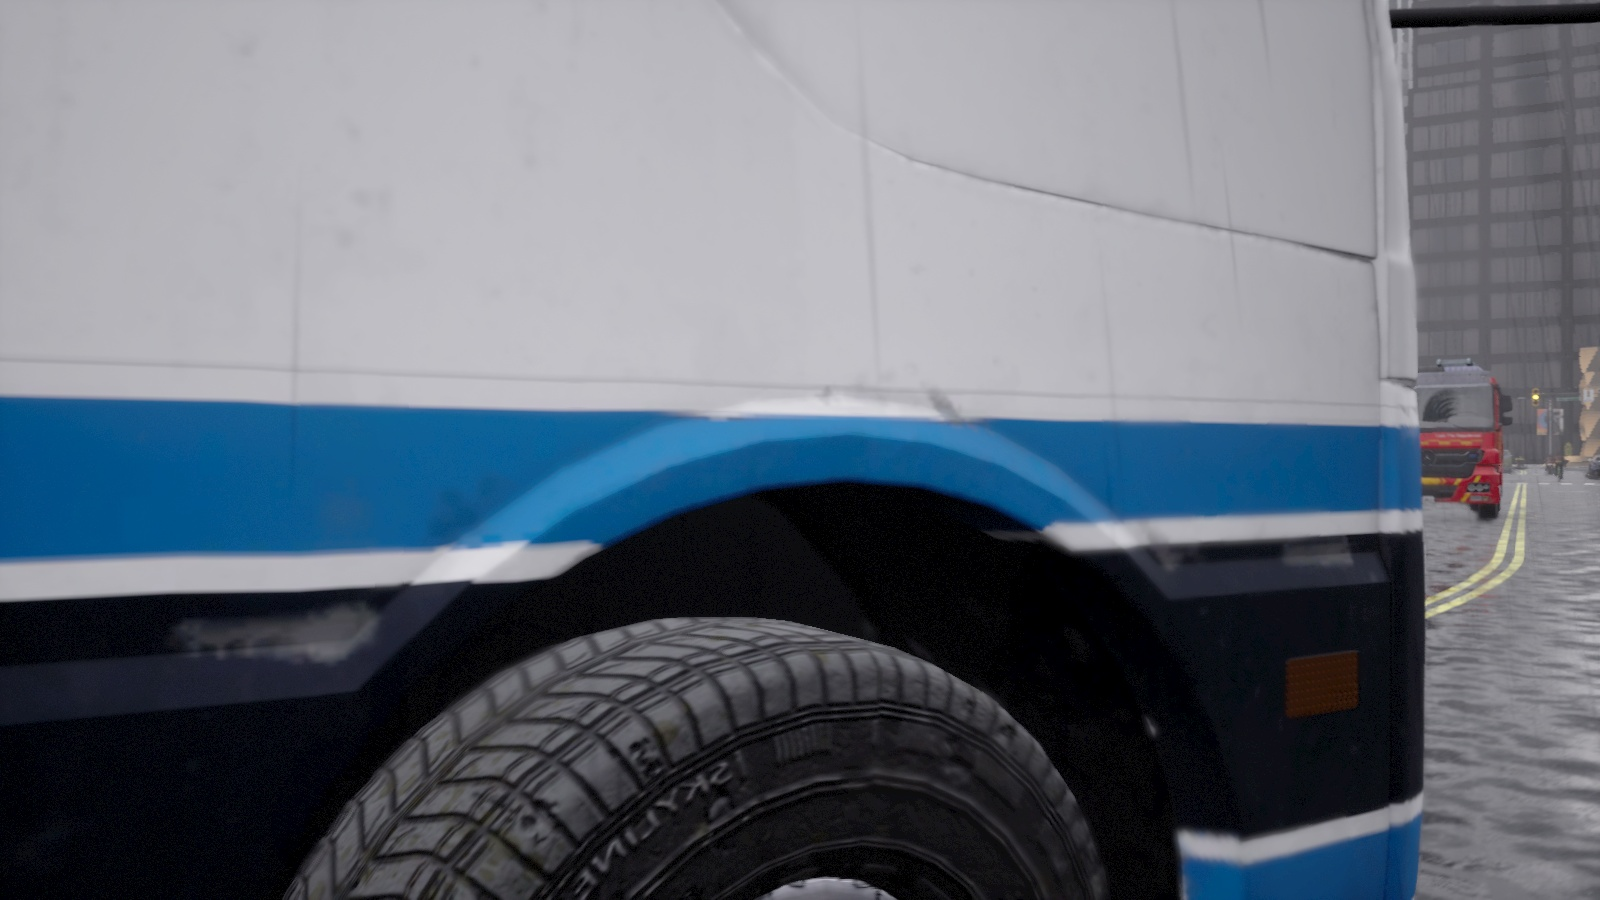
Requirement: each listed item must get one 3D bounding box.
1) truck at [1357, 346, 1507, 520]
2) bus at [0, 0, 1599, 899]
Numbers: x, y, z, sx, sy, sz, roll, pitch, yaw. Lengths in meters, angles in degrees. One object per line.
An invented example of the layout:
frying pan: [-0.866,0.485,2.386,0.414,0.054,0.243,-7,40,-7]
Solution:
truck: [16.326,-0.362,32.090,2.891,3.827,8.468,0,0,30]
bus: [-3.355,-0.619,1.258,10.273,4.253,3.944,0,0,-31]
